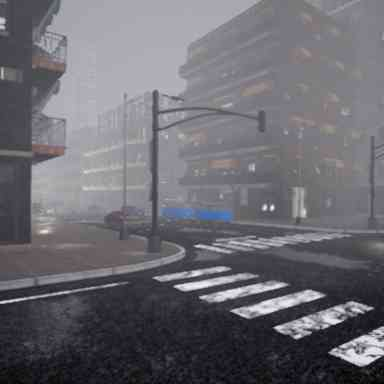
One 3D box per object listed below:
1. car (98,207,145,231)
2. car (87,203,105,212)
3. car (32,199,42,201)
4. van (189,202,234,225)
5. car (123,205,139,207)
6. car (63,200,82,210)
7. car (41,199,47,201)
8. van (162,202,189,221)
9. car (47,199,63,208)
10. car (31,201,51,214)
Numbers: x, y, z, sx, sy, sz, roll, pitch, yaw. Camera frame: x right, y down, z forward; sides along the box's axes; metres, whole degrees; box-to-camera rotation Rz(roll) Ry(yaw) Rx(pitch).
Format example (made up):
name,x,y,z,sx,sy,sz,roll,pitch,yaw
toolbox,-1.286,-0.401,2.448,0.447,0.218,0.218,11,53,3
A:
name,x,y,z,sx,sy,sz,roll,pitch,yaw
car,-4.933,1.984,23.862,1.802,1.307,4.206,0,-1,-36
car,-14.773,2.411,51.352,1.802,1.307,4.206,0,0,-36
car,-24.835,2.279,50.949,1.967,1.590,4.097,0,-1,-36
van,1.808,1.806,28.782,1.690,1.788,3.998,0,0,-36
car,-6.791,2.122,36.136,1.812,1.442,4.674,0,-1,-39
car,-21.508,2.502,60.518,1.752,1.417,4.829,0,0,-36
car,-34.676,2.582,78.439,2.192,1.841,5.009,0,0,-36
van,-1.509,1.879,33.297,1.690,1.788,3.998,0,0,-36
car,-28.043,2.436,69.411,2.192,1.841,5.009,0,0,-36
car,-21.517,2.348,46.434,1.802,1.307,4.206,0,-1,-36
